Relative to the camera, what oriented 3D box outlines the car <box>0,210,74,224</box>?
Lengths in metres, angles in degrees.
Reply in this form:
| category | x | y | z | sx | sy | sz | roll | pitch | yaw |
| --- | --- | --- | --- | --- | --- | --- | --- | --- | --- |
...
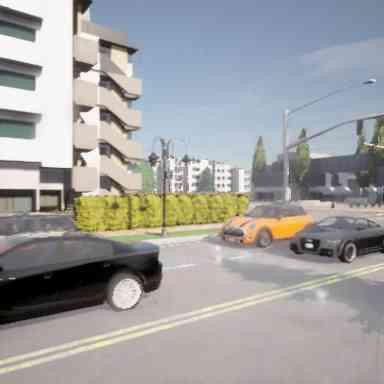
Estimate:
| category | x | y | z | sx | sy | sz | roll | pitch | yaw |
| --- | --- | --- | --- | --- | --- | --- | --- | --- | --- |
| car | -5.119 | 1.353 | 8.917 | 4.553 | 1.767 | 2.097 | 0 | 0 | -35 |

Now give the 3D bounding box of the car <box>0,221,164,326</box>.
| category | x | y | z | sx | sy | sz | roll | pitch | yaw |
| --- | --- | --- | --- | --- | --- | --- | --- | --- | --- |
| car | -2.931 | 1.479 | 6.180 | 5.008 | 1.535 | 1.882 | 0 | 0 | -35 |

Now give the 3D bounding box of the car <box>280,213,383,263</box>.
| category | x | y | z | sx | sy | sz | roll | pitch | yaw |
| --- | --- | --- | --- | --- | --- | --- | --- | --- | --- |
| car | 5.472 | 1.579 | 12.071 | 4.181 | 1.385 | 1.994 | 0 | 0 | -35 |

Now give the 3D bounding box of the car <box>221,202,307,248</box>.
| category | x | y | z | sx | sy | sz | roll | pitch | yaw |
| --- | --- | --- | --- | --- | --- | --- | --- | --- | --- |
| car | 3.464 | 1.367 | 14.938 | 4.553 | 1.767 | 2.097 | 0 | 0 | -35 |
